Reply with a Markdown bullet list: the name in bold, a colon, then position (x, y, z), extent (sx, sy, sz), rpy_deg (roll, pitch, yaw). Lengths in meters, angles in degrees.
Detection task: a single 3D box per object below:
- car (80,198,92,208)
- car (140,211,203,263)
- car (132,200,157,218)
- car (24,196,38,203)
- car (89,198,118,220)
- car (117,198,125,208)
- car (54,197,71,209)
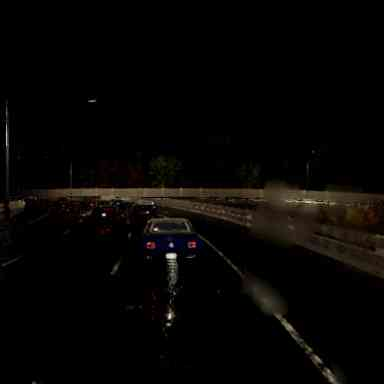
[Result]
- **car**: position (-14.565, 1.535, 47.066), extent (1.812, 1.442, 4.674), rpy_deg (0, 0, -25)
- **car**: position (-0.856, 1.592, 11.989), extent (1.895, 1.301, 4.718), rpy_deg (0, 0, -6)
- **car**: position (-4.291, 1.477, 29.805), extent (2.128, 1.511, 4.902), rpy_deg (0, 0, -15)
- **car**: position (-33.861, 1.589, 69.848), extent (2.128, 1.511, 4.902), rpy_deg (0, 0, -43)
- **car**: position (-7.516, 1.507, 28.361), extent (1.837, 1.490, 4.892), rpy_deg (0, 0, -15)
- **car**: position (-11.007, 1.558, 47.679), extent (1.994, 1.385, 4.181), rpy_deg (0, 0, -25)
- **car**: position (-17.997, 1.529, 46.129), extent (1.837, 1.490, 4.892), rpy_deg (0, 0, -26)
